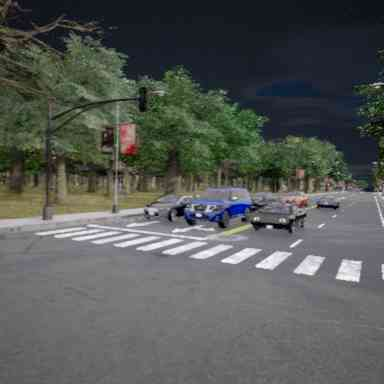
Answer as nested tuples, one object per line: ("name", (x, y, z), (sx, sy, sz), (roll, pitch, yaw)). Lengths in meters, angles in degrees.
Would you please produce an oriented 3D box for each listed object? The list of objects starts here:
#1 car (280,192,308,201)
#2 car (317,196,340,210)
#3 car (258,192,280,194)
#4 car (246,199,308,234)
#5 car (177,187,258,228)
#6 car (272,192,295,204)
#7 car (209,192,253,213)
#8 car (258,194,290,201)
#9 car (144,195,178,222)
("car", (11.309, 0.745, 36.504), (2.097, 1.767, 4.553), (3, 2, 29))
("car", (14.541, 1.081, 35.372), (1.994, 1.385, 4.181), (2, 2, 29))
("car", (8.035, 0.780, 37.308), (1.837, 1.490, 4.892), (3, 2, 29))
("car", (4.627, 1.285, 17.161), (1.895, 1.301, 4.718), (2, 2, 29))
("car", (1.679, 0.774, 18.910), (2.150, 2.045, 5.566), (2, 2, 29))
("car", (12.572, 0.765, 45.627), (1.994, 1.385, 4.181), (3, 2, 29))
("car", (3.491, 0.840, 29.049), (2.128, 1.511, 4.902), (2, 2, 29))
("car", (6.360, 1.073, 27.534), (1.895, 1.301, 4.718), (2, 2, 29))
("car", (-1.011, 0.917, 20.767), (2.128, 1.511, 4.902), (3, 2, 31))
